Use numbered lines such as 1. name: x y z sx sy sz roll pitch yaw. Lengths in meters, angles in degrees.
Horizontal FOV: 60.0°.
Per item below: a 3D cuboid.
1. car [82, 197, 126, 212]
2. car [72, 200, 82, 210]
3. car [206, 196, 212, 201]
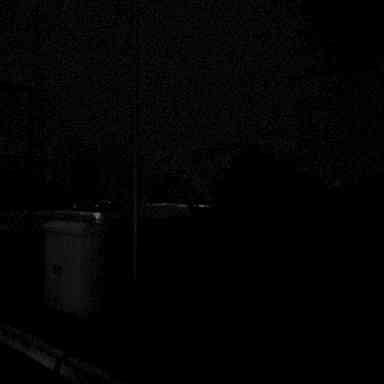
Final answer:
1. car: -9.330 1.409 36.604 1.812 1.442 4.674 0 0 33
2. car: -11.807 1.361 39.218 2.128 1.511 4.902 0 0 33
3. car: 2.949 1.397 55.454 1.812 1.442 4.674 0 0 33
